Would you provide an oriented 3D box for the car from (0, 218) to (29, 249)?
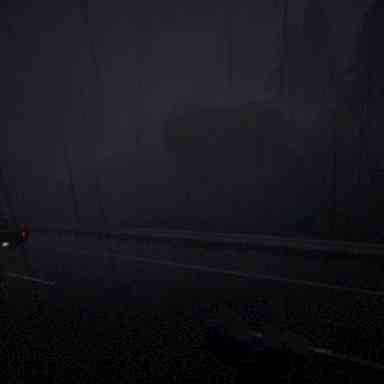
[{"bbox_3d":[-9.071,1.742,14.019,4.718,1.301,1.895,-1,0,32],"label":"car"}]
